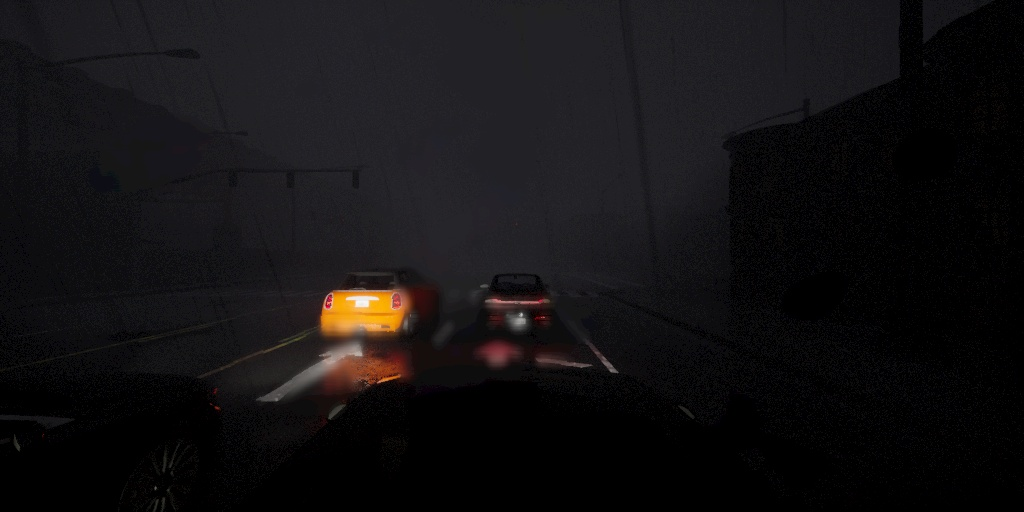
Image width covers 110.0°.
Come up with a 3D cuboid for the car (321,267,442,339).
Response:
[{"bbox_3d":[-3.394,1.102,10.250,2.097,1.767,4.553,0,0,0],"label":"car"}]

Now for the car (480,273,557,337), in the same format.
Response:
[{"bbox_3d":[0.115,1.242,10.292,2.128,1.511,4.902,0,0,-1],"label":"car"}]

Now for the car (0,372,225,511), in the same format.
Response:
[{"bbox_3d":[-3.400,1.242,1.101,2.128,1.511,4.902,0,0,0],"label":"car"}]
